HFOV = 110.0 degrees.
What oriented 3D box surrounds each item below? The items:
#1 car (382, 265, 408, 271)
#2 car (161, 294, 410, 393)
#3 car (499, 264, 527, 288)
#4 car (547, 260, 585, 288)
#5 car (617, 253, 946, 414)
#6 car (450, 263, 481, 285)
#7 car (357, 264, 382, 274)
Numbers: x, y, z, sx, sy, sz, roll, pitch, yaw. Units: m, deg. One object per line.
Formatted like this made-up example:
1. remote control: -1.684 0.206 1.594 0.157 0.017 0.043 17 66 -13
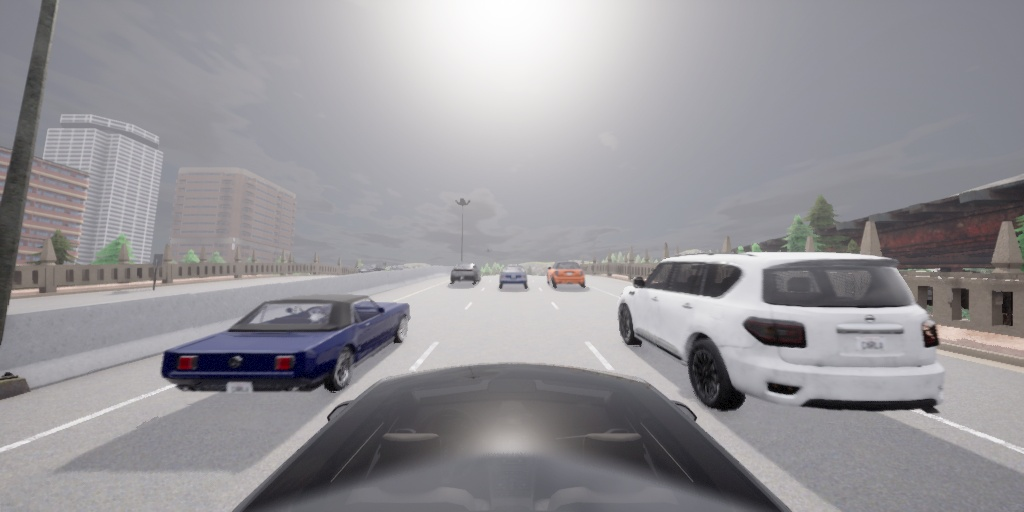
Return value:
1. car: -14.100 1.821 44.685 1.994 1.385 4.181 0 -4 0
2. car: -3.403 1.360 6.705 1.895 1.301 4.718 0 0 0
3. car: 0.086 1.342 24.558 2.033 1.411 5.357 0 0 0
4. car: 3.586 1.146 24.554 2.097 1.767 4.553 0 0 0
5. car: 3.597 0.980 6.274 2.150 2.045 5.566 0 0 0
6. car: -3.415 1.291 26.971 2.128 1.511 4.902 0 0 0
7. car: -17.597 1.759 44.828 2.128 1.511 4.902 0 -4 0
